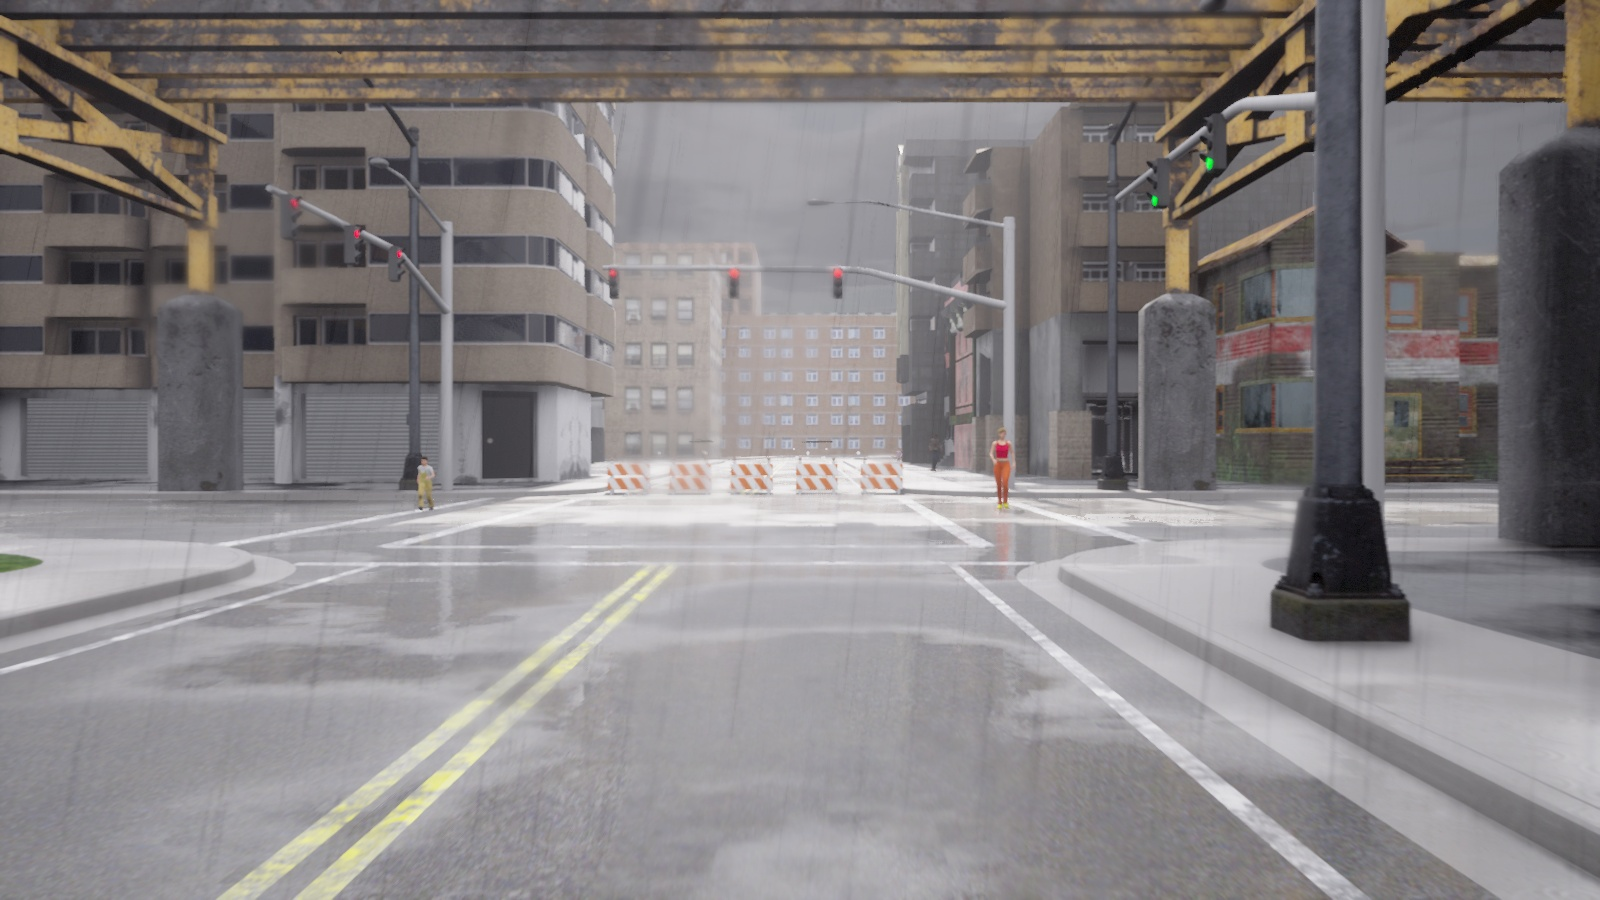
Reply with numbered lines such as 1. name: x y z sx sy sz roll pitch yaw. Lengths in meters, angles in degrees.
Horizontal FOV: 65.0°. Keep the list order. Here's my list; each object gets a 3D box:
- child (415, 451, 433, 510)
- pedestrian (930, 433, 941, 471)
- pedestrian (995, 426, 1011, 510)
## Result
1. child: -8.233 0.662 27.503 0.270 1.263 0.437 0 0 0
2. pedestrian: 6.447 0.079 59.918 0.328 1.805 0.869 0 0 -7
3. pedestrian: 4.475 0.393 27.673 0.345 1.836 0.594 0 0 11
